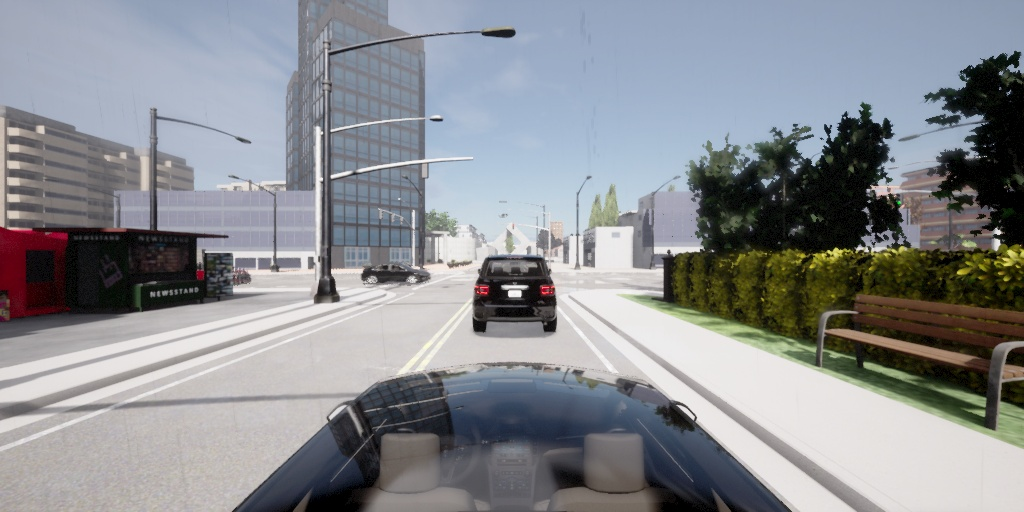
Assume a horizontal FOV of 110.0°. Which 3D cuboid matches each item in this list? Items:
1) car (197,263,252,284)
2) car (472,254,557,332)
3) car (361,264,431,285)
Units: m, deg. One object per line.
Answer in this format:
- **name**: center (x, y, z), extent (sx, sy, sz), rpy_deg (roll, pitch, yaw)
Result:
- **car**: center (-21.667, 1.262, 26.069), extent (4.553, 1.767, 2.097), rpy_deg (-1, 0, 0)
- **car**: center (0.082, 0.970, 10.991), extent (2.150, 2.045, 5.566), rpy_deg (0, 0, 0)
- **car**: center (-8.406, 1.293, 26.084), extent (4.892, 1.490, 1.837), rpy_deg (-1, 0, 1)
